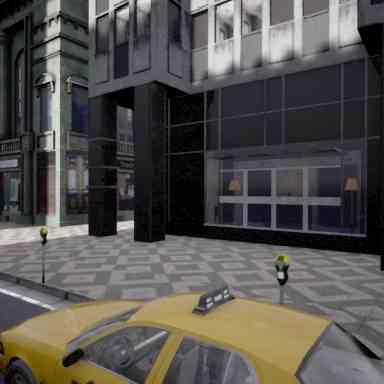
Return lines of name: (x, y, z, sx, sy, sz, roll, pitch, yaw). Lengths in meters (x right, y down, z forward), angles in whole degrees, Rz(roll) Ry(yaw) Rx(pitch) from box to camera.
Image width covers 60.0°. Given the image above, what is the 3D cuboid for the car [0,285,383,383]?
car: (-0.021, 1.525, 2.979, 4.829, 1.417, 1.752, 0, 0, 36)
